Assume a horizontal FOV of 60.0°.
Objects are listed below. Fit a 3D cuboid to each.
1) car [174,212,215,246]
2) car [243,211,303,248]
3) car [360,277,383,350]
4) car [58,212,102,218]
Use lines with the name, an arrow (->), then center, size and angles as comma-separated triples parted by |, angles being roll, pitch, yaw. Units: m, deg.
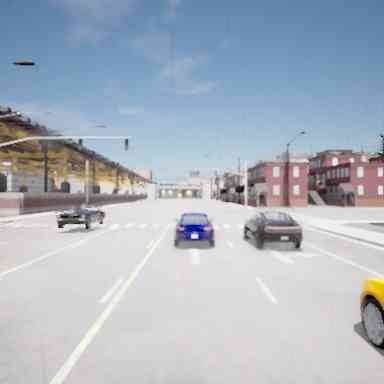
car -> 0.105, 1.682, 16.006 | 1.812, 1.442, 4.674 | 0, -1, 0
car -> 3.608, 1.643, 15.514 | 2.128, 1.511, 4.902 | 0, -1, -1
car -> 3.601, 1.511, 3.306 | 1.882, 1.535, 5.008 | 0, -1, 0
car -> -7.005, 1.521, 21.403 | 1.895, 1.301, 4.718 | 0, -1, 0
